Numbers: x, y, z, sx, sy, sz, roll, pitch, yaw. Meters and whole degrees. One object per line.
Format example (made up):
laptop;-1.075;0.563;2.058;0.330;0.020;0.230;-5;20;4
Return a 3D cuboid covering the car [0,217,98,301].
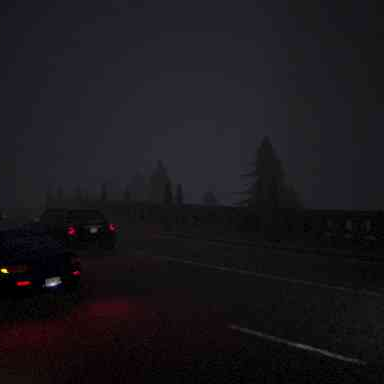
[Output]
car;-4.384;1.540;7.833;4.674;1.442;1.812;0;0;41

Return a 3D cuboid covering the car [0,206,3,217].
car;-17.025;1.555;27.769;1.837;1.490;4.892;0;0;-34

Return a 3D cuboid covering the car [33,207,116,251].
car;-5.007;1.375;13.196;4.553;1.767;2.097;0;0;44
